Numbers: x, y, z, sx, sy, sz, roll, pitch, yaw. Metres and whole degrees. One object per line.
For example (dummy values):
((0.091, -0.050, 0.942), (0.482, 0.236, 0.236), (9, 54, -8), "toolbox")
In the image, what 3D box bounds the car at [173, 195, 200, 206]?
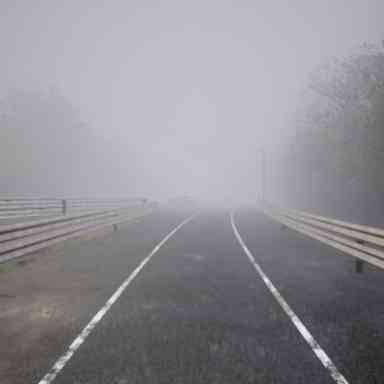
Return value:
((-0.856, 1.362, 54.233), (2.097, 1.767, 4.553), (1, 0, 20), "car")

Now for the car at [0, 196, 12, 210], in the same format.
((-14.541, 1.093, 27.745), (2.128, 1.511, 4.902), (0, -1, 21), "car")

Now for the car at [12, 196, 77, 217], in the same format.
((-11.278, 1.090, 26.482), (1.882, 1.535, 5.008), (0, -1, 21), "car")

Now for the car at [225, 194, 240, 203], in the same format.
((9.791, 1.589, 83.078), (2.150, 2.045, 5.566), (0, -1, 20), "car")

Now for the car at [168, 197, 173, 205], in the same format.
((-2.742, 1.538, 59.305), (1.812, 1.442, 4.674), (0, -1, 20), "car")

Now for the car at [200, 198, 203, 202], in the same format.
((1.145, 1.790, 79.884), (1.812, 1.442, 4.674), (0, -1, 20), "car")
